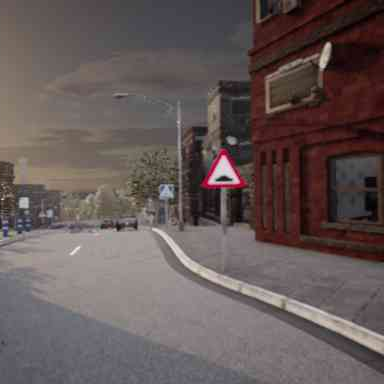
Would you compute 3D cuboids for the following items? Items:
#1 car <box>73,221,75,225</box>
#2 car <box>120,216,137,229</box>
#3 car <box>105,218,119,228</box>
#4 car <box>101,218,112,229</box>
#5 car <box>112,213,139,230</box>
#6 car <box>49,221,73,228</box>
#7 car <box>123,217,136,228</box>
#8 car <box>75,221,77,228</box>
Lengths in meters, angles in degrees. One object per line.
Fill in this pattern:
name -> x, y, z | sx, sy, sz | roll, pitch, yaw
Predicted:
car -> -32.951, 8.368, 84.139 | 4.553, 1.767, 2.185 | 0, -6, -30
car -> -7.975, 3.830, 42.132 | 1.882, 1.535, 5.008 | -1, -5, -9
car -> -14.564, 5.626, 60.683 | 2.097, 1.767, 4.553 | -1, -5, -10
car -> -12.725, 4.783, 50.492 | 1.837, 1.490, 4.892 | -1, -5, -10
car -> -5.965, 2.743, 30.842 | 2.128, 1.511, 4.902 | -1, -5, -10
car -> -32.364, 8.207, 81.154 | 4.892, 1.521, 2.231 | 0, -6, -30
car -> -9.811, 4.839, 52.472 | 1.882, 1.535, 5.008 | -1, -6, -9
car -> -33.476, 8.809, 87.108 | 4.792, 1.488, 2.163 | 0, -6, -30
